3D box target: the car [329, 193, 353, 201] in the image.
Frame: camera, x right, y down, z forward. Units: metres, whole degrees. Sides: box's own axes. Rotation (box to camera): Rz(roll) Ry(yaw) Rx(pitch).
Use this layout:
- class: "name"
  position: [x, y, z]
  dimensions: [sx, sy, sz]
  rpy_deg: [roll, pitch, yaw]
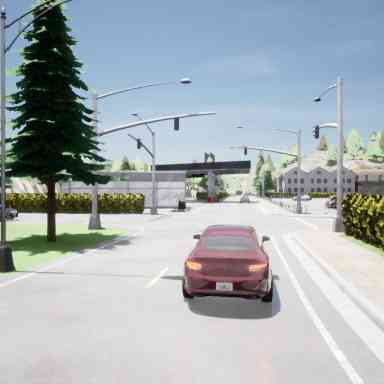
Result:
- class: "car"
  position: [33.280, 1.097, 74.538]
  dimensions: [4.605, 1.855, 1.932]
  rpy_deg: [0, 0, 9]

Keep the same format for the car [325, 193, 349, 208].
- class: "car"
  position: [19.527, 1.330, 42.010]
  dimensions: [5.027, 1.636, 2.152]
  rpy_deg: [0, 0, 9]

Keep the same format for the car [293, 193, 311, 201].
- class: "car"
  position: [26.032, 1.077, 79.029]
  dimensions: [3.866, 1.878, 1.905]
  rpy_deg: [0, 0, 9]

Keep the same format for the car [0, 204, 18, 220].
- class: "car"
  position: [-16.209, 1.492, 26.253]
  dimensions: [4.902, 1.511, 2.128]
  rpy_deg: [0, 0, 9]

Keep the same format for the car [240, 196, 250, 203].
- class: "car"
  position: [10.847, 1.526, 68.051]
  dimensions: [1.812, 1.442, 4.674]
  rpy_deg: [0, 0, 10]

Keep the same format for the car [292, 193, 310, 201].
- class: "car"
  position: [24.902, 1.361, 75.843]
  dimensions: [3.806, 1.475, 1.970]
  rpy_deg: [0, 0, 9]

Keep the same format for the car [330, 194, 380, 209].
- class: "car"
  position: [19.082, 1.340, 38.905]
  dimensions: [4.514, 1.523, 2.007]
  rpy_deg: [0, 0, 9]

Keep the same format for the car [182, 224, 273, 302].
- class: "car"
  position: [0.939, 1.526, 8.223]
  dimensions: [1.812, 1.442, 4.674]
  rpy_deg: [0, 0, 9]
